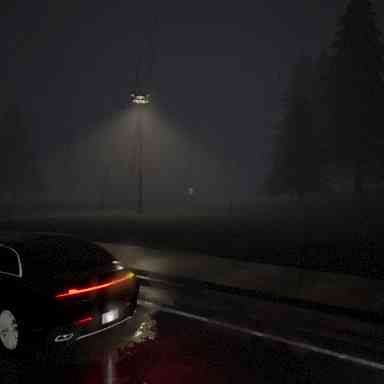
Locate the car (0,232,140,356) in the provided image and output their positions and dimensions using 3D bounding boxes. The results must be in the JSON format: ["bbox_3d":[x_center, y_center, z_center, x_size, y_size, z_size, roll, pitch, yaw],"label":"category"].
[{"bbox_3d":[-3.123,1.505,6.101,4.892,1.490,1.837,0,0,36],"label":"car"}]
